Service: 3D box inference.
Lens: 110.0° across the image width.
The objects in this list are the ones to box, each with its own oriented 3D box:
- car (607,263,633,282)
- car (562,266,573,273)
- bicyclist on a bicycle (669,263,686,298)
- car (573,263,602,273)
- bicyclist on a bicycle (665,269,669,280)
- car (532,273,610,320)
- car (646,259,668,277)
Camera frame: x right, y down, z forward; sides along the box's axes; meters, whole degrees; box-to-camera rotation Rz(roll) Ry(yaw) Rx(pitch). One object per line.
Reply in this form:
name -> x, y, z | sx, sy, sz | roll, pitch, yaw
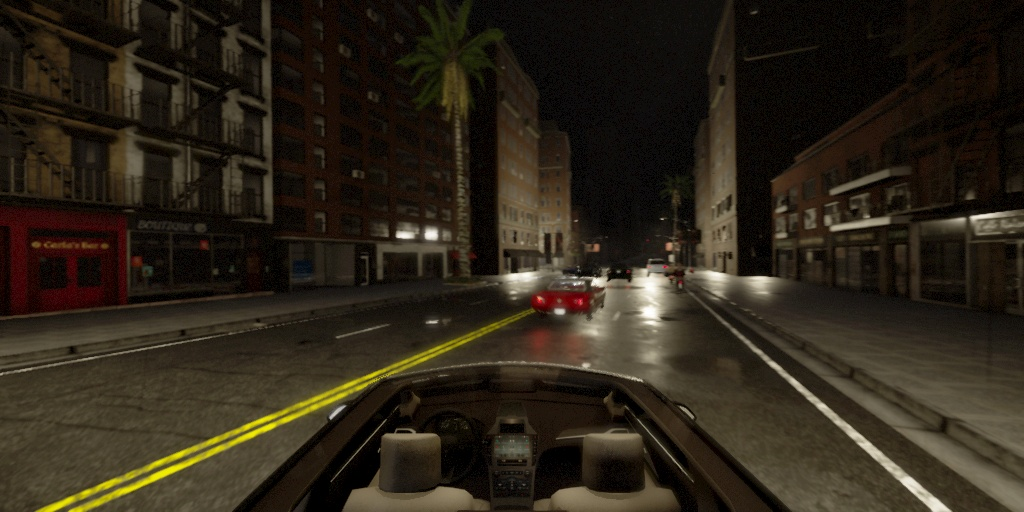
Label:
car -> 10.112, 1.444, 33.344 | 2.097, 1.767, 4.553 | -1, -1, 21
car -> 7.753, 1.889, 45.716 | 1.895, 1.301, 4.718 | -1, -1, 21
bicyclist on a bicycle -> 8.833, 1.270, 18.921 | 0.659, 1.776, 1.843 | -1, -1, 21
car -> 8.331, 1.526, 38.268 | 2.097, 1.767, 4.553 | -1, -1, 21
bicyclist on a bicycle -> 12.268, 1.432, 27.663 | 0.866, 1.612, 1.509 | -1, -1, 21
car -> 2.319, 1.475, 13.331 | 1.895, 1.301, 4.718 | -1, -1, 21
car -> 16.842, 1.389, 41.699 | 2.150, 2.045, 5.566 | -1, -1, 21
